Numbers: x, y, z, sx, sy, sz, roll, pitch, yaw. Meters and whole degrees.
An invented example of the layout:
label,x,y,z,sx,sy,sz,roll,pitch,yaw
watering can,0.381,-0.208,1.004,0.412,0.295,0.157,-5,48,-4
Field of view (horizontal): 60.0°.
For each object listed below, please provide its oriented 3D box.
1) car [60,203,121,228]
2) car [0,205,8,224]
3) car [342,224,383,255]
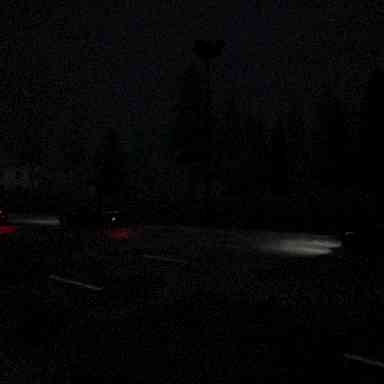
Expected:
label,x,y,z,sx,sy,sz,roll,pitch,yaw
car,-6.808,1.470,22.039,4.902,1.511,2.128,0,0,36
car,-14.881,1.500,23.611,4.892,1.490,1.837,0,0,36
car,7.709,1.486,11.417,4.674,1.442,1.812,0,0,36
